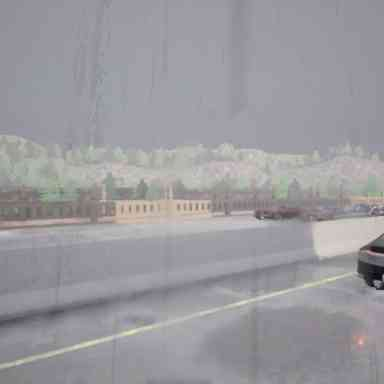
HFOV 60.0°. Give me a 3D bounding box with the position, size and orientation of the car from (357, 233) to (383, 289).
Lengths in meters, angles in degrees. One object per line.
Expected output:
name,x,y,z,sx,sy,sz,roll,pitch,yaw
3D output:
car,5.874,1.494,7.932,4.902,1.511,2.128,0,0,-35

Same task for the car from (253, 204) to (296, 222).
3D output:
car,7.068,1.608,26.220,4.718,1.301,1.895,0,0,-35

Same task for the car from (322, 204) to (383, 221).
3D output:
car,10.371,1.498,19.978,4.902,1.511,2.128,0,0,-35

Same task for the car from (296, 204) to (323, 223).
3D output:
car,9.769,1.571,23.845,4.181,1.385,1.994,0,0,-35
